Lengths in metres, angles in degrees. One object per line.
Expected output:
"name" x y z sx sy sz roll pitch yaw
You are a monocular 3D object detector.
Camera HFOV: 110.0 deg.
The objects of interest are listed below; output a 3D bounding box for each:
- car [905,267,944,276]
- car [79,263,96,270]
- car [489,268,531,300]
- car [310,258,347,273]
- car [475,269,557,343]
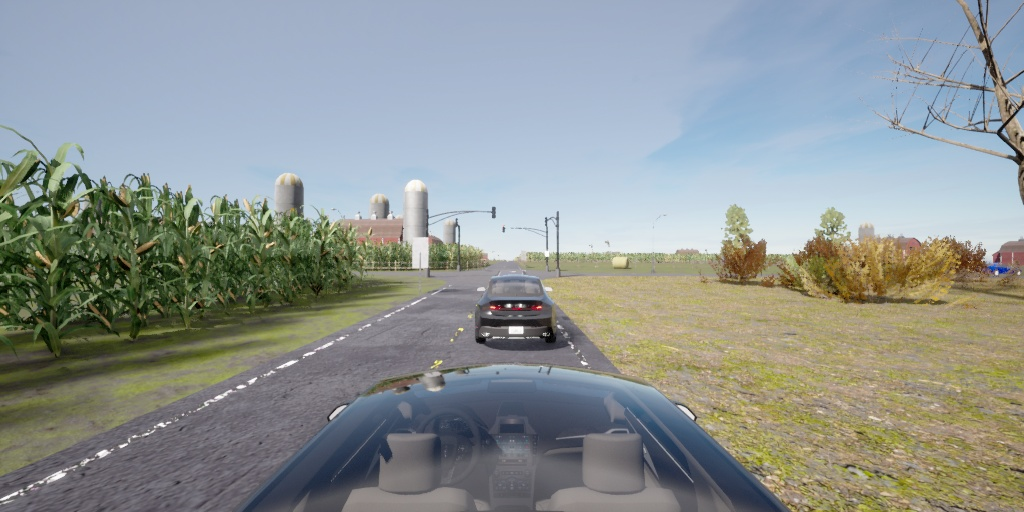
"car" 48.561 1.768 42.548 4.181 1.385 1.994 1 -1 -5
"car" -43.249 0.960 36.406 4.181 1.385 1.994 0 -1 -2
"car" 0.033 1.360 18.838 1.895 1.301 4.718 0 0 4
"car" -19.826 0.931 37.674 4.553 1.767 2.097 0 -1 -3
"car" 0.080 1.259 9.686 1.837 1.490 4.892 0 0 0
